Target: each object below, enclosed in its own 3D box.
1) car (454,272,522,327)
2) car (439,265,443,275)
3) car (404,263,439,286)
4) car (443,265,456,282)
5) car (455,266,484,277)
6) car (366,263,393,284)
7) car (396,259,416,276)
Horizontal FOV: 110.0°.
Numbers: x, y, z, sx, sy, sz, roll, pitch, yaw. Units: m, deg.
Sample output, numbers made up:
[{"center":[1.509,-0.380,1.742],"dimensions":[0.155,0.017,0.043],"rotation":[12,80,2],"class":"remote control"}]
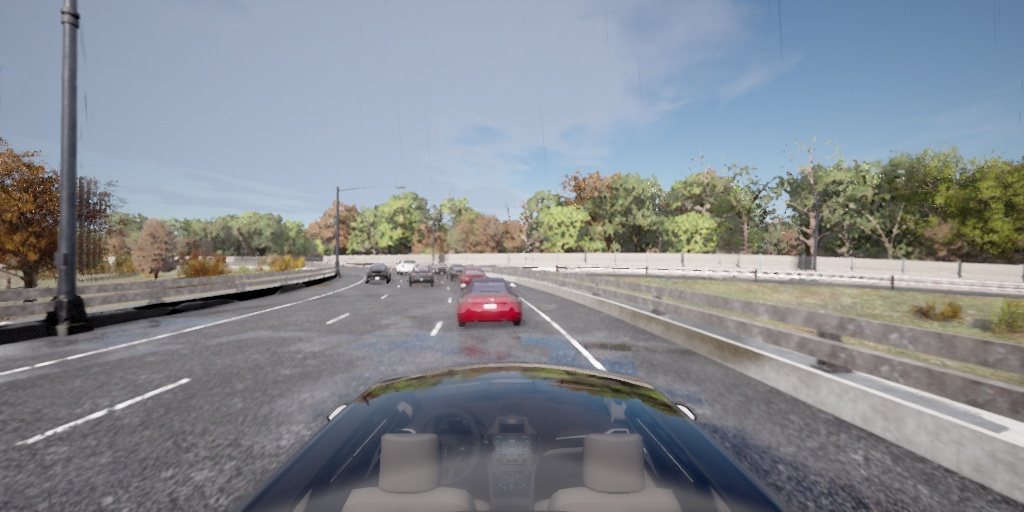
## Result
[{"center":[-0.797,1.426,12.181],"dimensions":[1.994,1.385,4.181],"rotation":[0,-1,-5],"class":"car"},{"center":[-9.325,1.825,45.476],"dimensions":[1.895,1.301,4.718],"rotation":[0,-1,-23],"class":"car"},{"center":[-7.119,1.533,28.345],"dimensions":[2.128,1.511,4.902],"rotation":[0,0,-14],"class":"car"},{"center":[-5.193,1.627,34.260],"dimensions":[1.812,1.442,4.674],"rotation":[0,0,-16],"class":"car"},{"center":[-2.613,1.515,23.927],"dimensions":[1.812,1.442,4.674],"rotation":[0,-1,-11],"class":"car"},{"center":[-11.644,1.583,31.513],"dimensions":[1.837,1.490,4.892],"rotation":[0,0,-16],"class":"car"},{"center":[-13.791,1.463,47.051],"dimensions":[2.150,2.045,5.566],"rotation":[0,-1,-24],"class":"car"}]
